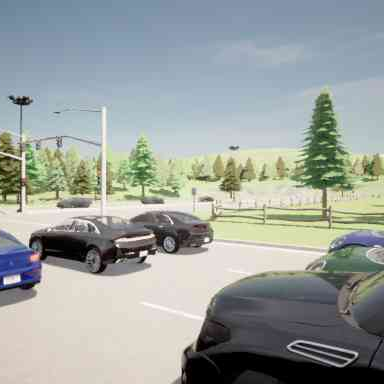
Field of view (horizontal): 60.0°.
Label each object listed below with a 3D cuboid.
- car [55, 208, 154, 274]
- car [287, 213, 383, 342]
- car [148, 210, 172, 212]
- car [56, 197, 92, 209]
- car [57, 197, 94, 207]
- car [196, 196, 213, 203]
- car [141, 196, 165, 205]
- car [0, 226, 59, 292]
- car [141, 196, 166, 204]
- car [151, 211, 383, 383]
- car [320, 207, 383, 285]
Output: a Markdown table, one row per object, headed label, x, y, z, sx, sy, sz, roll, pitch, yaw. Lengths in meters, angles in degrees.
| label | x | y | z | sx | sy | sz | roll | pitch | yaw |
| --- | --- | --- | --- | --- | --- | --- | --- | --- | --- |
| car | -3.305 | 1.492 | 10.628 | 4.902 | 1.511 | 2.128 | 0 | 0 | 36 |
| car | 4.126 | 1.352 | 5.348 | 4.553 | 1.767 | 2.097 | 0 | 0 | 36 |
| car | -1.430 | 1.505 | 13.590 | 4.892 | 1.490 | 1.837 | 0 | 0 | 36 |
| car | -15.756 | 1.564 | 44.051 | 1.994 | 1.385 | 4.181 | 0 | 0 | 35 |
| car | -18.362 | 1.547 | 52.567 | 2.033 | 1.411 | 5.357 | 0 | 0 | 35 |
| car | 2.664 | 1.515 | 70.331 | 2.128 | 1.511 | 4.902 | 0 | 0 | 35 |
| car | -6.716 | 1.564 | 57.044 | 1.994 | 1.385 | 4.181 | 0 | 0 | 35 |
| car | -5.347 | 1.526 | 7.788 | 4.674 | 1.442 | 1.812 | 0 | 0 | 36 |
| car | -7.773 | 1.547 | 67.661 | 2.033 | 1.411 | 5.357 | 0 | 0 | 35 |
| car | 2.556 | 1.221 | 2.169 | 5.566 | 2.045 | 2.150 | 0 | 0 | 36 |
| car | 5.874 | 1.352 | 8.400 | 4.553 | 1.767 | 2.097 | 0 | 0 | 35 |
